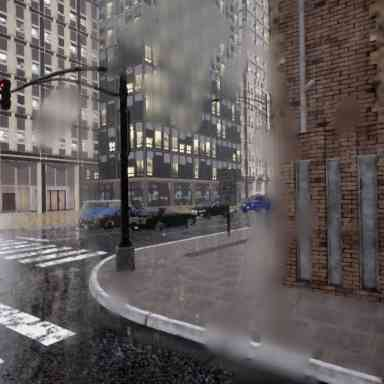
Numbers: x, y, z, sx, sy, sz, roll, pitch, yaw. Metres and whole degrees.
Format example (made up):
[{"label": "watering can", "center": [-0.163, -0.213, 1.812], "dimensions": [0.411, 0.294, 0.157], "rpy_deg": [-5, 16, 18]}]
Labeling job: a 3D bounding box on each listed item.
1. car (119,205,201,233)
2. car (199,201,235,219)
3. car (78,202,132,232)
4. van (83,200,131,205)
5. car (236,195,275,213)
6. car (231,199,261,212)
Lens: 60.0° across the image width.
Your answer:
[{"label": "car", "center": [-1.707, 1.603, 19.472], "dimensions": [1.895, 1.301, 4.718], "rpy_deg": [-1, -1, 35]}, {"label": "car", "center": [1.571, 1.578, 29.651], "dimensions": [2.128, 1.511, 4.902], "rpy_deg": [-1, -1, 36]}, {"label": "car", "center": [-4.512, 1.614, 21.164], "dimensions": [2.033, 1.411, 5.357], "rpy_deg": [-1, -1, 36]}, {"label": "van", "center": [-6.029, 1.460, 23.499], "dimensions": [1.690, 1.788, 3.998], "rpy_deg": [-2, -1, 36]}, {"label": "car", "center": [7.662, 1.330, 38.145], "dimensions": [2.150, 2.045, 5.566], "rpy_deg": [-1, -1, 36]}, {"label": "car", "center": [6.806, 1.689, 41.408], "dimensions": [1.752, 1.417, 4.829], "rpy_deg": [-2, -1, 36]}]
